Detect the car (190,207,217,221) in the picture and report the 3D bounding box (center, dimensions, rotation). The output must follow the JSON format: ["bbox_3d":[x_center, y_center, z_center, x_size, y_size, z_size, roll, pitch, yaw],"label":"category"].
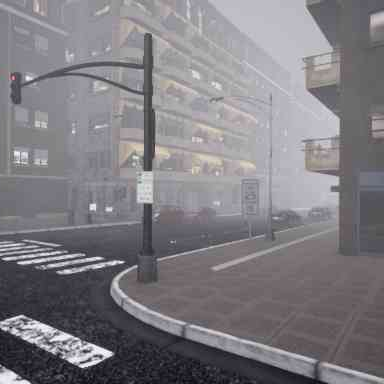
[{"bbox_3d":[0.863,2.063,32.185,1.802,1.307,4.206,-1,-1,35],"label":"car"}]

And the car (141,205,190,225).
[{"bbox_3d":[-2.372,1.821,27.527,1.967,1.590,4.097,-1,-1,35],"label":"car"}]

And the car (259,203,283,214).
[{"bbox_3d":[10.569,2.326,46.170,1.887,1.381,4.507,-1,-1,35],"label":"car"}]

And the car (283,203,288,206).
[{"bbox_3d":[13.708,2.404,50.692,1.752,1.417,4.829,-1,-1,35],"label":"car"}]

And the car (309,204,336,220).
[{"bbox_3d":[14.164,2.295,36.767,1.947,1.339,4.313,-1,-2,35],"label":"car"}]

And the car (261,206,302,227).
[{"bbox_3d":[7.692,2.095,27.444,1.947,1.339,4.313,-1,-2,35],"label":"car"}]

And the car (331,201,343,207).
[{"bbox_3d":[36.428,3.021,83.483,1.967,1.590,4.097,-1,-1,35],"label":"car"}]

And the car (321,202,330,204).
[{"bbox_3d":[19.502,2.545,48.921,1.895,1.301,4.718,0,-1,35],"label":"car"}]

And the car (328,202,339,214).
[{"bbox_3d":[20.732,2.458,46.231,1.752,1.417,4.829,-1,-2,35],"label":"car"}]
